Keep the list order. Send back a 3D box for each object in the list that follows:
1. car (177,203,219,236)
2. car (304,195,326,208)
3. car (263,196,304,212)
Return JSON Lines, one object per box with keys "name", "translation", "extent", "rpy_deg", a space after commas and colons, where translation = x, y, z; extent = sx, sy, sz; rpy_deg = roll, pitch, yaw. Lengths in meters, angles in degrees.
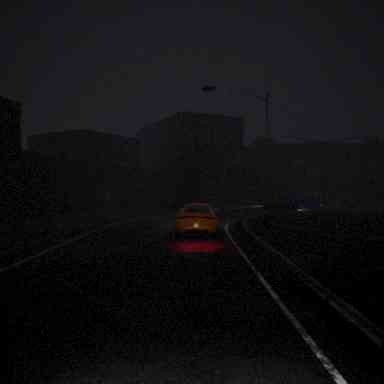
{"name": "car", "translation": [0.339, 1.300, 17.204], "extent": [1.882, 1.535, 5.008], "rpy_deg": [0, 1, 4]}
{"name": "car", "translation": [14.328, 1.182, 41.626], "extent": [5.008, 1.535, 1.882], "rpy_deg": [1, 1, -16]}
{"name": "car", "translation": [9.489, 1.281, 35.134], "extent": [4.181, 1.385, 1.994], "rpy_deg": [0, 1, -37]}
